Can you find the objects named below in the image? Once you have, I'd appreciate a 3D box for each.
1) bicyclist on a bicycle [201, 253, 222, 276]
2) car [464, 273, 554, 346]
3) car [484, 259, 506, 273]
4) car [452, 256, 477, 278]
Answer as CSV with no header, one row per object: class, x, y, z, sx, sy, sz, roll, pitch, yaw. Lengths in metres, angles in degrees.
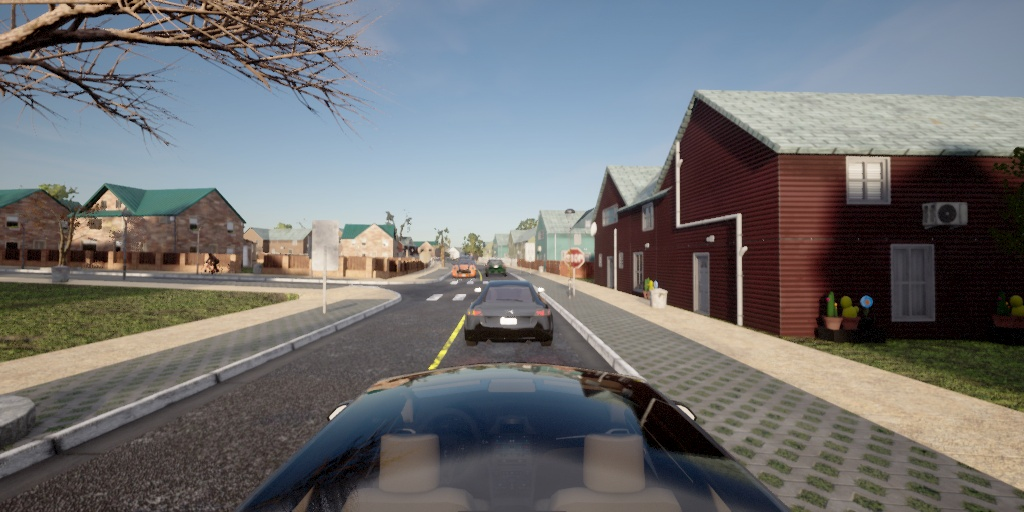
bicyclist on a bicycle,-22.072,0.624,26.378,0.582,1.620,1.656,1,0,8
car,-0.064,1.313,9.388,1.994,1.385,4.181,0,0,0
car,-1.818,1.098,37.315,2.097,1.767,4.553,0,0,-6
car,-4.390,1.094,33.259,2.097,1.767,4.553,0,0,-6
